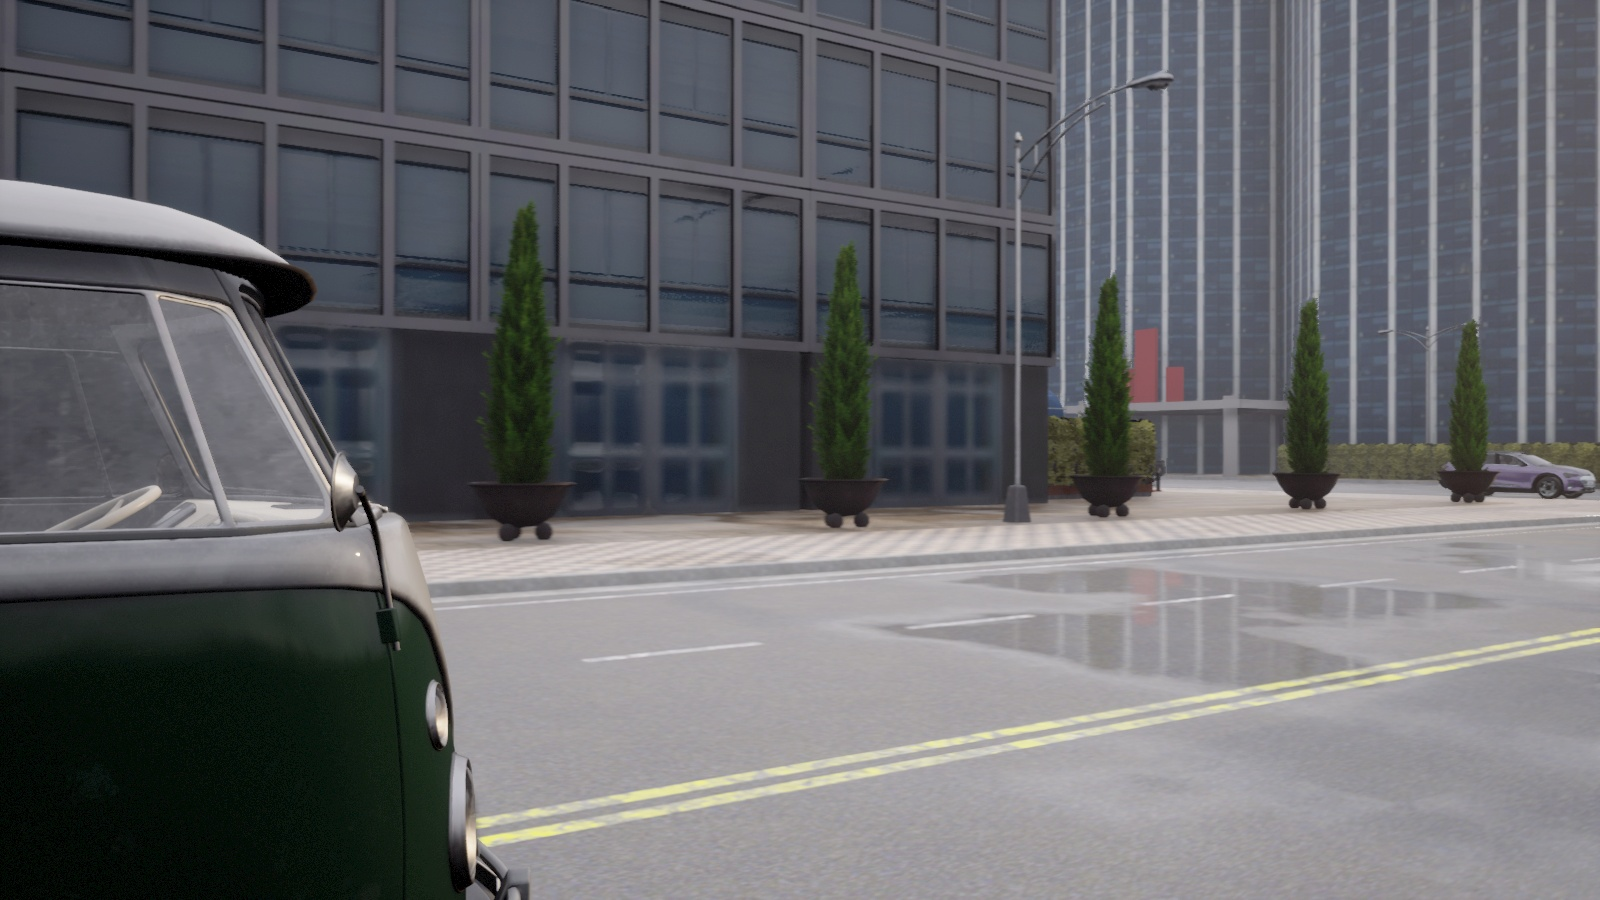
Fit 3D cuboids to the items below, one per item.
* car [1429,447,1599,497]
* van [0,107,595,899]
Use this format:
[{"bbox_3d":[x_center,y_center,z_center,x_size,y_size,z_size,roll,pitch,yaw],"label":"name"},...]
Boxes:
[{"bbox_3d":[24.839,0.730,43.710,2.033,1.649,4.856,0,0,-35],"label":"car"},{"bbox_3d":[-2.709,0.508,1.774,4.442,1.987,1.775,0,0,-35],"label":"van"}]
